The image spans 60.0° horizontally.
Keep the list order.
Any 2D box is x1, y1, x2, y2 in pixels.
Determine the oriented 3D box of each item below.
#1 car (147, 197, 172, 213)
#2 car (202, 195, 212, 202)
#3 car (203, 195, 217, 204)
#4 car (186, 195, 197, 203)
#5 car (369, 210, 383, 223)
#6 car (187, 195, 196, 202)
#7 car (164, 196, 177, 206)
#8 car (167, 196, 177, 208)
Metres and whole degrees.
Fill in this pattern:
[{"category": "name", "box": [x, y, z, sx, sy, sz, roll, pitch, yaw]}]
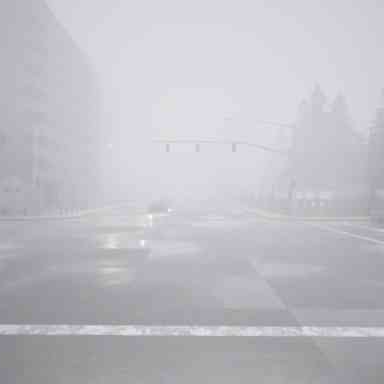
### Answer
[{"category": "car", "box": [-3.637, 1.547, 36.220, 1.994, 1.385, 4.181, 0, 0, 0]}, {"category": "car", "box": [3.396, 1.442, 75.899, 1.882, 1.535, 5.008, 0, 0, 0]}, {"category": "car", "box": [3.514, 1.448, 61.910, 1.882, 1.535, 5.008, 0, 0, 0]}, {"category": "car", "box": [-0.091, 1.446, 65.990, 1.882, 1.535, 5.008, 0, 0, 0]}, {"category": "car", "box": [14.635, 1.535, 22.357, 4.718, 1.301, 1.895, 0, 0, 2]}, {"category": "car", "box": [-0.103, 1.347, 75.240, 2.128, 1.511, 4.902, 0, 0, 0]}, {"category": "car", "box": [-3.658, 1.475, 57.009, 1.837, 1.490, 4.892, 0, 1, 0]}, {"category": "car", "box": [-3.639, 1.542, 46.113, 1.994, 1.385, 4.181, 0, 0, 1]}]
